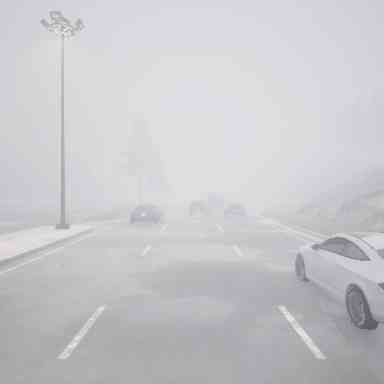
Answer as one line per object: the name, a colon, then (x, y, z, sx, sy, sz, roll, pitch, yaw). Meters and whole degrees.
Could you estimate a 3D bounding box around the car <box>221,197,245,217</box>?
car: (3.953, 1.526, 31.223, 1.812, 1.442, 4.674, 0, 0, 4)

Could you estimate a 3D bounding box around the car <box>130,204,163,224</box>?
car: (-3.332, 1.563, 25.058, 1.994, 1.385, 4.181, 0, 0, 1)

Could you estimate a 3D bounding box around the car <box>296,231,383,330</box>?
car: (3.598, 1.526, 6.760, 1.812, 1.442, 4.674, 0, 0, 0)

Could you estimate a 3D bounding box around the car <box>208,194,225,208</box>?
car: (3.410, 1.221, 44.479, 2.150, 2.045, 5.566, 0, 0, 16)

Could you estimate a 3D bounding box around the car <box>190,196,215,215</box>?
car: (0.927, 1.505, 34.306, 1.837, 1.490, 4.892, 0, 0, 9)
